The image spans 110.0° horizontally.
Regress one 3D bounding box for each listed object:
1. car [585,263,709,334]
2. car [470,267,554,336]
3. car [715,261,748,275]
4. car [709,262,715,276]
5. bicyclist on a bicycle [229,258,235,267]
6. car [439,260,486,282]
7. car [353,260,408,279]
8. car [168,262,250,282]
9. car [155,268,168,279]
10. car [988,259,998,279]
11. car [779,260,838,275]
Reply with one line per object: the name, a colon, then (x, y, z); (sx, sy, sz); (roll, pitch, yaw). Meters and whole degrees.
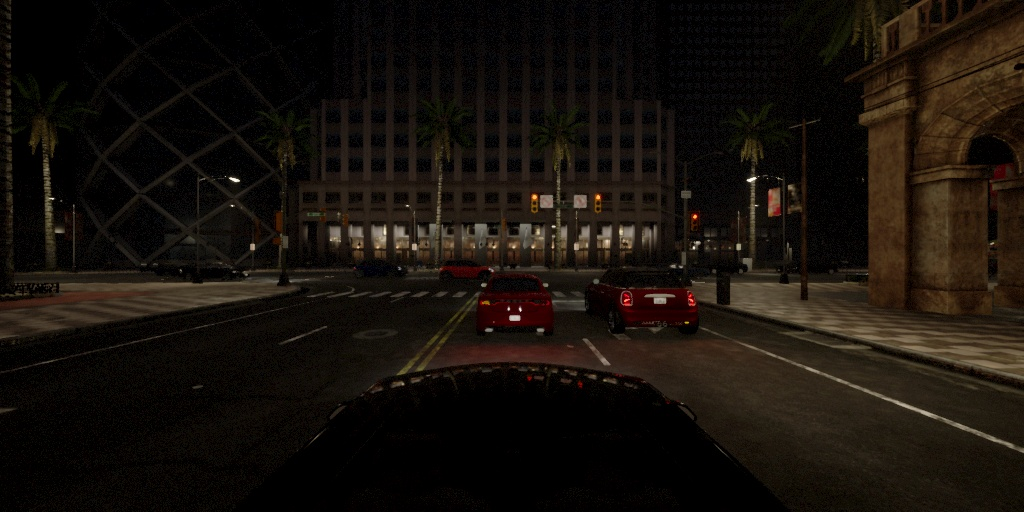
car: (3.582, 1.102, 10.774); (2.097, 1.767, 4.553); (0, 0, 0)
car: (0.080, 1.228, 10.433); (1.882, 1.535, 5.008); (0, 0, 0)
car: (23.170, 1.255, 39.359); (4.892, 1.490, 1.837); (0, 0, 0)
car: (14.736, 1.297, 32.184); (5.357, 1.411, 2.033); (0, 0, 0)
bicyclist on a bicycle: (-35.750, 1.050, 45.689); (0.582, 1.620, 1.656); (0, 0, -12)
car: (-3.478, 1.102, 28.731); (4.553, 1.767, 2.097); (0, 0, 0)
car: (-11.731, 1.102, 32.230); (4.553, 1.767, 2.097); (0, 0, 0)
car: (-23.710, 1.241, 28.593); (4.902, 1.511, 2.128); (0, 0, -2)
car: (-28.481, 1.351, 31.900); (4.718, 1.301, 1.895); (0, 0, -6)
car: (39.498, 0.971, 32.106); (5.566, 2.045, 2.150); (0, 0, 0)
car: (32.777, 1.227, 39.327); (5.008, 1.535, 1.882); (0, 0, 0)
